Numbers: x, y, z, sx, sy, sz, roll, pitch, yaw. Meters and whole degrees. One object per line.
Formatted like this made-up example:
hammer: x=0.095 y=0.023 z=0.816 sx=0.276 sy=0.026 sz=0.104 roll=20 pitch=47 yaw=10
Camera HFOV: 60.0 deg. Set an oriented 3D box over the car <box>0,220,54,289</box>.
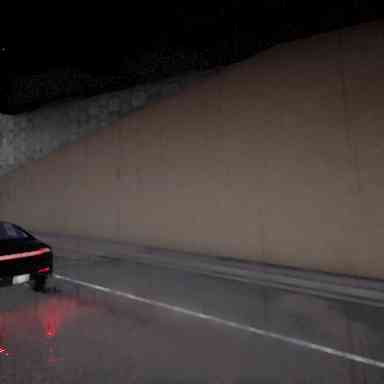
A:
car: x=-5.147 y=1.376 z=7.590 sx=4.902 sy=1.511 sz=2.128 roll=1 pitch=0 yaw=35
